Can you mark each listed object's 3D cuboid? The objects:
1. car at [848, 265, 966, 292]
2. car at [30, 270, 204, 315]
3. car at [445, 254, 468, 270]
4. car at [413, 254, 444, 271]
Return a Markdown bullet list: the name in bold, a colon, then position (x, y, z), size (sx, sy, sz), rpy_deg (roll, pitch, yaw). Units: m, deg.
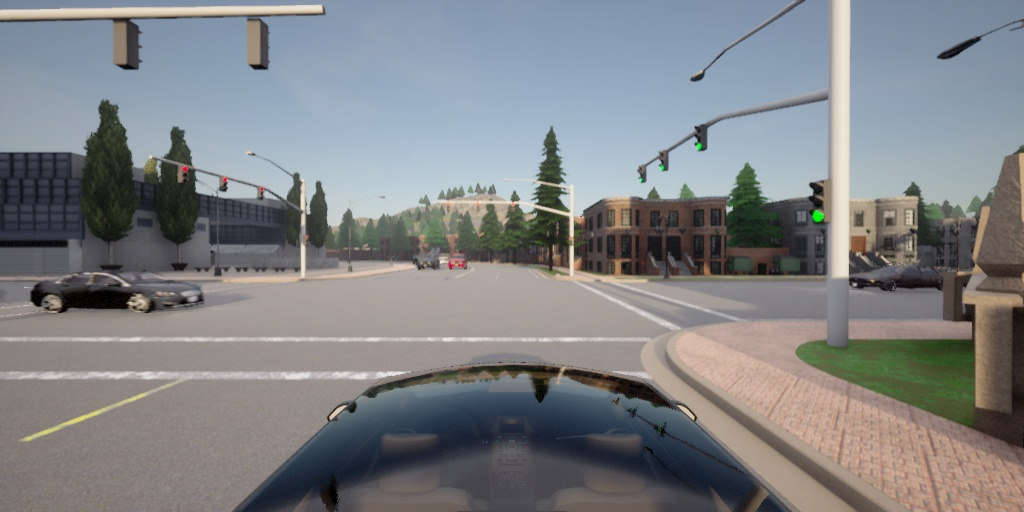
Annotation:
- **car**: position (21.597, 1.200, 19.792), size (5.357, 1.411, 2.033), rpy_deg (0, 0, 0)
- **car**: position (-13.766, 1.245, 12.700), size (4.902, 1.511, 2.128), rpy_deg (0, 0, 0)
- **car**: position (-7.043, 0.727, 47.258), size (2.150, 2.045, 5.566), rpy_deg (0, 0, -3)
- **car**: position (-10.416, 0.739, 45.176), size (2.150, 2.045, 5.566), rpy_deg (0, 0, -3)
